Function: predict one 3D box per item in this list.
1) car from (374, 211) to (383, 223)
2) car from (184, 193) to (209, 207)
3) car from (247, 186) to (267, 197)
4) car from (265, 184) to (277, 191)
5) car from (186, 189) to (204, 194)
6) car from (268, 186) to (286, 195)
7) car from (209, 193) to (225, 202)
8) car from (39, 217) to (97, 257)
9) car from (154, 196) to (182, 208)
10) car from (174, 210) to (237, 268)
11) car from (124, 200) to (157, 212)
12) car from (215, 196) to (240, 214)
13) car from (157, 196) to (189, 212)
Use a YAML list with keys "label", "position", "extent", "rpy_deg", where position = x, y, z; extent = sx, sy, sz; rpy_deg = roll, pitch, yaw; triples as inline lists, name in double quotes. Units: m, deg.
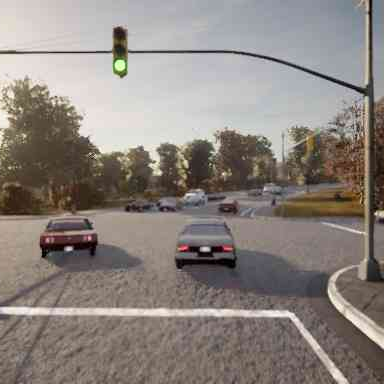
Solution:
- label: "car"
  position: [15.374, 1.607, 23.536]
  extent: [4.718, 1.301, 1.895]
  rpy_deg: [-1, 0, 2]
- label: "car"
  position: [0.496, 1.299, 48.923]
  extent: [1.812, 1.442, 4.674]
  rpy_deg: [0, 2, 20]
- label: "car"
  position: [12.693, 0.137, 66.946]
  extent: [2.128, 1.511, 4.902]
  rpy_deg: [0, 3, 32]
- label: "car"
  position: [18.199, -0.870, 75.547]
  extent: [2.150, 2.045, 5.566]
  rpy_deg: [0, 3, 36]
- label: "car"
  position: [0.416, 0.632, 58.221]
  extent: [2.150, 2.045, 5.566]
  rpy_deg: [0, 3, 22]
- label: "car"
  position: [17.993, -0.042, 68.935]
  extent: [1.895, 1.301, 4.718]
  rpy_deg: [0, 3, 34]
- label: "car"
  position: [4.239, 0.928, 58.238]
  extent: [1.895, 1.301, 4.718]
  rpy_deg: [0, 3, 24]
- label: "car"
  position: [-4.961, 1.628, 13.304]
  extent: [1.895, 1.301, 4.718]
  rpy_deg: [0, 0, -21]
- label: "car"
  position: [-3.424, 1.381, 48.323]
  extent: [2.033, 1.411, 5.357]
  rpy_deg: [0, 2, 19]
- label: "car"
  position: [0.471, 1.573, 11.328]
  extent: [2.033, 1.411, 5.357]
  rpy_deg: [0, 0, 3]
- label: "car"
  position: [-6.178, 1.633, 39.089]
  extent: [1.895, 1.301, 4.718]
  rpy_deg: [0, 1, 15]
- label: "car"
  position: [4.052, 1.516, 35.924]
  extent: [1.882, 1.535, 5.008]
  rpy_deg: [0, 1, 14]
- label: "car"
  position: [-2.363, 1.555, 39.937]
  extent: [2.033, 1.411, 5.357]
  rpy_deg: [0, 1, 14]
